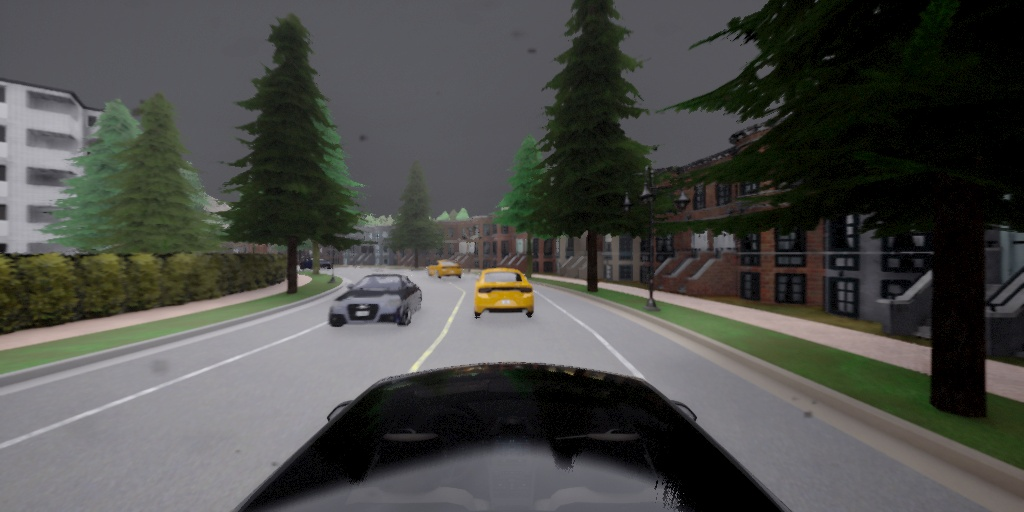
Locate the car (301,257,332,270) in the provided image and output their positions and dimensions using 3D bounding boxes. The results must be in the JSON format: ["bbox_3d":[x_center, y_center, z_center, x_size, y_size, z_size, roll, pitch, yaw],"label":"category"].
[{"bbox_3d":[-25.378,0.907,46.713,4.553,1.767,2.097,0,0,32],"label":"car"}]

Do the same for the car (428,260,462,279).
[{"bbox_3d":[-5.807,1.103,30.517,1.882,1.535,5.008,0,0,-26],"label":"car"}]

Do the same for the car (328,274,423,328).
[{"bbox_3d":[-4.001,1.273,11.165,1.994,1.385,4.181,0,0,-5],"label":"car"}]

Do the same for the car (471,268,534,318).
[{"bbox_3d":[-0.426,1.179,12.935,1.882,1.535,5.008,0,0,-6],"label":"car"}]
